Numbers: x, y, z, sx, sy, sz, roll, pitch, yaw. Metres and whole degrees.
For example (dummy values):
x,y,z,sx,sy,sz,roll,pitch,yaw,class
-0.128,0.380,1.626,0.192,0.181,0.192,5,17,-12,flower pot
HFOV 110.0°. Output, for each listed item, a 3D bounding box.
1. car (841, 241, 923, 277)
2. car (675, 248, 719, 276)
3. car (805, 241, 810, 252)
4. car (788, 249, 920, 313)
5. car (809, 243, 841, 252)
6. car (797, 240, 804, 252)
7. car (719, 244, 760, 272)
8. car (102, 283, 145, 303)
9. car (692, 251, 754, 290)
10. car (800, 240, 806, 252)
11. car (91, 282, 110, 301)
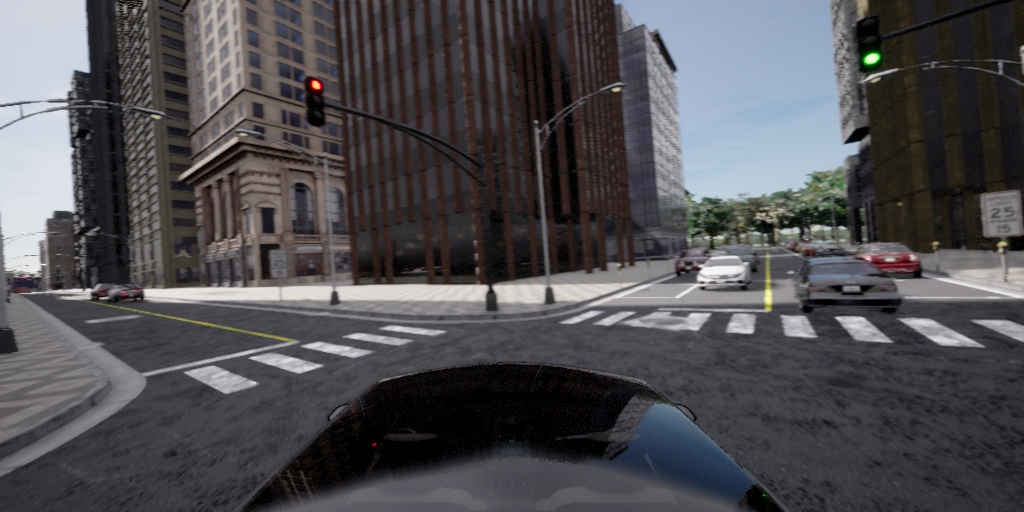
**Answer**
x,y,z,sx,sy,sz,roll,pitch,yaw,class
17.091,0.116,16.647,1.967,1.591,4.097,0,0,35,car
13.325,0.388,26.023,2.192,1.841,5.009,0,0,35,car
29.698,-0.498,34.357,1.888,1.381,4.507,0,0,35,car
9.365,0.722,10.423,2.033,1.411,5.357,-5,-1,35,car
26.546,-0.313,29.929,2.007,1.370,4.403,0,0,35,car
36.100,-0.875,43.350,1.751,1.417,4.829,0,0,35,car
16.030,0.213,25.324,2.097,1.767,4.553,-5,-1,35,car
-34.507,3.302,32.078,4.902,1.511,2.128,-3,0,36,car
10.118,0.724,17.010,1.812,1.442,4.674,-5,-1,36,car
32.850,-0.677,38.784,1.888,1.381,4.507,0,0,35,car
-42.603,3.654,37.779,4.553,1.767,2.097,-4,0,35,car
